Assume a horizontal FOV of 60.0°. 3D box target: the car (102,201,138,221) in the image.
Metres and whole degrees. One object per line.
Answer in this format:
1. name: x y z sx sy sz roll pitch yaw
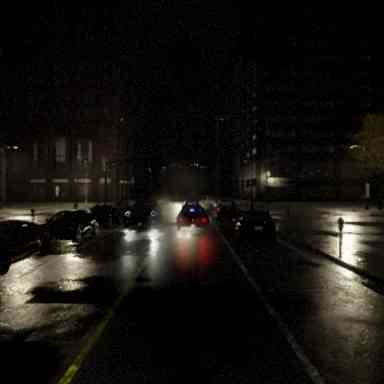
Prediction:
1. car: -5.766 1.494 27.119 2.008 1.369 4.403 0 0 0

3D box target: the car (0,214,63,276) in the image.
1. car: -5.766 1.558 10.210 1.802 1.307 4.206 0 0 0

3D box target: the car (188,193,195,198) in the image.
1. car: -0.083 1.196 93.321 2.097 1.767 4.553 0 0 0

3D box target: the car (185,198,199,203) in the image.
1. car: 0.001 1.501 30.256 1.994 1.385 4.181 0 0 0

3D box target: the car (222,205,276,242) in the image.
1. car: 2.759 1.531 15.848 1.947 1.339 4.313 0 0 0

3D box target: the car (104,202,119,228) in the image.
1. car: -5.766 1.520 21.482 1.947 1.339 4.313 0 0 0

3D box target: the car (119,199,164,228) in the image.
1. car: -3.083 1.305 21.902 2.097 1.767 4.553 0 0 0

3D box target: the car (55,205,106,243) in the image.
1. car: -5.766 1.531 15.846 1.947 1.339 4.313 0 0 0

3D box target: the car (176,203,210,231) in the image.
1. car: 0.054 1.557 20.286 1.895 1.301 4.718 0 0 0

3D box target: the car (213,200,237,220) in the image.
1. car: 2.759 1.383 27.120 1.967 1.590 4.097 0 0 0
